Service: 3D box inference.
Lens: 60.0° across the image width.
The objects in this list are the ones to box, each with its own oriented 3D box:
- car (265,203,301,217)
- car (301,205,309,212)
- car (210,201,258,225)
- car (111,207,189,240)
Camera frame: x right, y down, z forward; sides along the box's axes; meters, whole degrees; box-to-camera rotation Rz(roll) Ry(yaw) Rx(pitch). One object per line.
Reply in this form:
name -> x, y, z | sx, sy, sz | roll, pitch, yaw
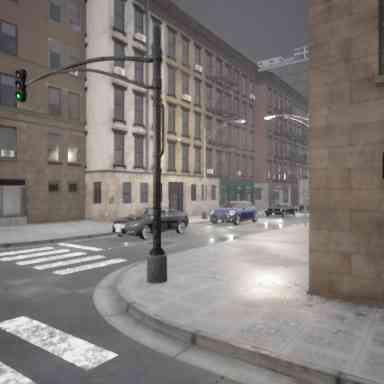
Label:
car -> 8.976, 1.772, 33.315 | 1.895, 1.301, 4.718 | 0, 0, 35
car -> 14.891, 1.827, 41.566 | 1.895, 1.301, 4.718 | 0, 0, 36
car -> 3.255, 1.471, 25.306 | 2.097, 1.767, 4.553 | 0, 0, 36
car -> -2.086, 1.563, 17.788 | 2.128, 1.511, 4.902 | 0, 0, 35
